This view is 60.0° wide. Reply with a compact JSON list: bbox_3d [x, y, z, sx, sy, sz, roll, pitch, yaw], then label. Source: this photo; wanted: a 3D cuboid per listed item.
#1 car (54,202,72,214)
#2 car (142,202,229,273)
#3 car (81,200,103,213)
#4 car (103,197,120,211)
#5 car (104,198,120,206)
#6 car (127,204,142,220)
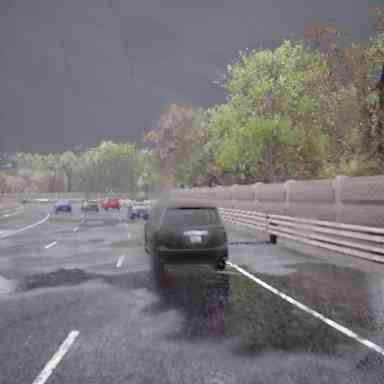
[{"bbox_3d":[-17.402,2.044,44.757,1.882,1.535,5.008,0,-1,-27],"label":"car"},{"bbox_3d":[-0.415,1.360,11.448,2.150,2.045,5.566,0,0,-11],"label":"car"},{"bbox_3d":[-14.237,2.081,46.253,1.837,1.490,4.892,0,-1,-27],"label":"car"},{"bbox_3d":[-12.707,1.859,51.781,2.150,2.045,5.566,0,-1,-23],"label":"car"},{"bbox_3d":[-19.028,2.328,79.334,2.097,1.767,4.553,0,-1,9],"label":"car"},{"bbox_3d":[-5.146,1.913,32.073,1.812,1.442,4.674,0,-1,-17],"label":"car"}]
